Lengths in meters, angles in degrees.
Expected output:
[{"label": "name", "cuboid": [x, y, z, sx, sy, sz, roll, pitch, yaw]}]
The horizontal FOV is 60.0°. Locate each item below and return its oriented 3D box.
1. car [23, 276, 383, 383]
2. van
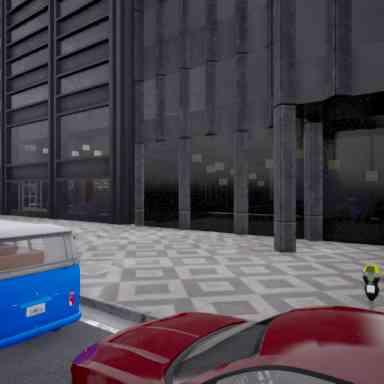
[{"label": "car", "cuboid": [0.972, 1.545, 2.272, 4.507, 1.381, 1.887, 0, 0, 36]}, {"label": "van", "cuboid": [-3.593, 1.341, 5.531, 3.998, 1.788, 1.690, 0, 0, 36]}]
